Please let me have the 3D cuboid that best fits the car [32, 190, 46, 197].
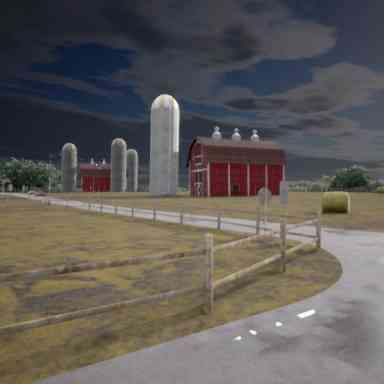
[{"bbox_3d":[-38.820,0.571,84.880,1.895,1.301,4.718,1,0,-35],"label":"car"}]
